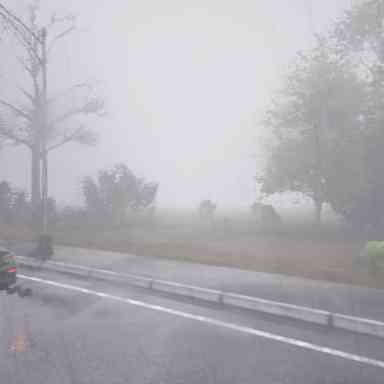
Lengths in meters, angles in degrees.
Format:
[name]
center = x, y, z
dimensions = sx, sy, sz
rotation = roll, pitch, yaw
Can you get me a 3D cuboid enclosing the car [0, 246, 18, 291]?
[car]
center = -5.880, 1.519, 7.537
dimensions = 4.674, 1.442, 1.812
rotation = 0, 0, 31
